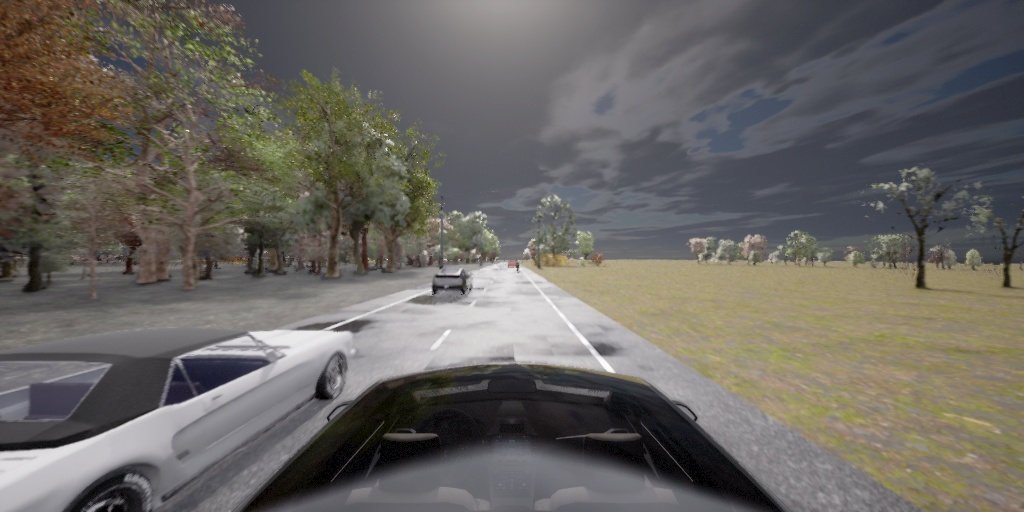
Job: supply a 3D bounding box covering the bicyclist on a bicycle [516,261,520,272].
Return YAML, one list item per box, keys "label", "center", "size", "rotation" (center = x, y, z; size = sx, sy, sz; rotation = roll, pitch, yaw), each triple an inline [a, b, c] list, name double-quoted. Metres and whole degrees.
- label: "bicyclist on a bicycle"
  center: [0.986, 1.692, 55.392]
  size: [0.582, 1.620, 1.656]
  rotation: [0, -1, 0]

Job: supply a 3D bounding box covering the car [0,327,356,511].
- label: "car"
  center: [-3.398, 1.368, 3.563]
  size: [1.895, 1.301, 4.718]
  rotation: [0, -1, 0]

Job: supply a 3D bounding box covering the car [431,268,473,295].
- label: "car"
  center: [-3.394, 1.417, 21.000]
  size: [2.128, 1.511, 4.902]
  rotation: [0, -1, 0]
